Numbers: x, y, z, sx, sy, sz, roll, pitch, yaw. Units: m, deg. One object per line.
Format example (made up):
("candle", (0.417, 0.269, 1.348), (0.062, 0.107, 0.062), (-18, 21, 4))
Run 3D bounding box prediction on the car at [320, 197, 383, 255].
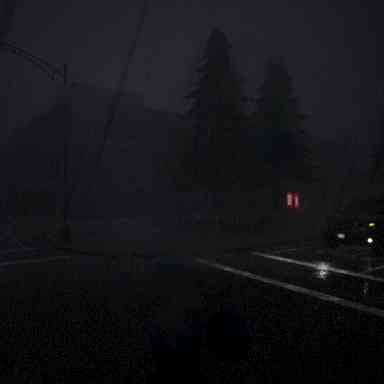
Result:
("car", (7.649, 1.247, 13.771), (5.566, 2.045, 2.150), (0, 0, -37))
